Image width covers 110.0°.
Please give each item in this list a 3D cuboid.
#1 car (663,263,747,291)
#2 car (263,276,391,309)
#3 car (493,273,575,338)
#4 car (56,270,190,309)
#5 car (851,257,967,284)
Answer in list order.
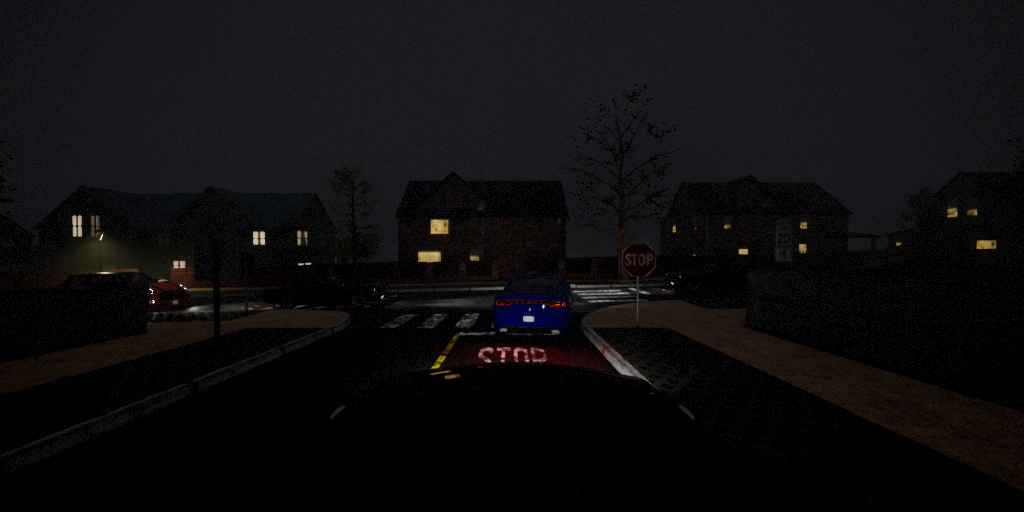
[{"bbox_3d":[10.410,1.034,18.424,4.718,1.301,1.895,-1,1,-1],"label":"car"},{"bbox_3d":[-7.812,1.506,15.496,4.718,1.301,1.895,-1,1,0],"label":"car"},{"bbox_3d":[0.786,1.227,10.289,1.882,1.535,5.008,0,0,10],"label":"car"},{"bbox_3d":[-16.799,1.472,15.488,4.553,1.767,2.097,-1,1,0],"label":"car"},{"bbox_3d":[20.055,0.754,18.461,5.357,1.411,2.033,-1,1,0],"label":"car"}]
